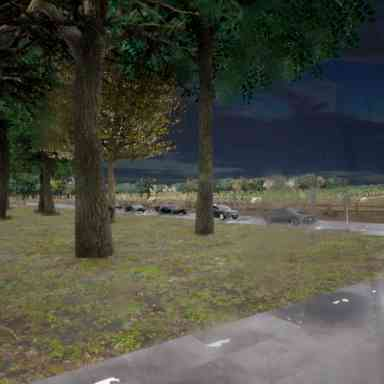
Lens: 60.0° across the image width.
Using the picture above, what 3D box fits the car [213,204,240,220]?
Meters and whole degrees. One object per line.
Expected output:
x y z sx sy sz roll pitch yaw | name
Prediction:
2.738 2.015 33.805 1.837 1.490 4.892 -1 0 -35 | car

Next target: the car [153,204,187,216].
-2.551 2.276 41.338 1.895 1.301 4.718 -1 0 -35 | car

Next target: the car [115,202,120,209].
-15.344 2.643 64.643 1.994 1.385 4.181 -1 0 -35 | car

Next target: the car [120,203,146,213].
-8.590 2.422 49.990 1.994 1.385 4.181 -1 0 -35 | car

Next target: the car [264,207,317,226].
7.766 1.913 26.658 1.994 1.385 4.181 -1 0 -35 | car
